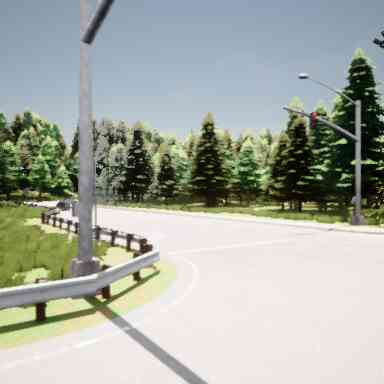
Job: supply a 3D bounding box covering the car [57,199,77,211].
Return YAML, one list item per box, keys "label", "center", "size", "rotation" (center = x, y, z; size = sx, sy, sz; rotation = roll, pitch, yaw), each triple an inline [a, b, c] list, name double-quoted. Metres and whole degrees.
- label: "car"
  center: [-15.021, 1.530, 40.316]
  size: [1.812, 1.442, 4.674]
  rotation: [0, 0, -35]
